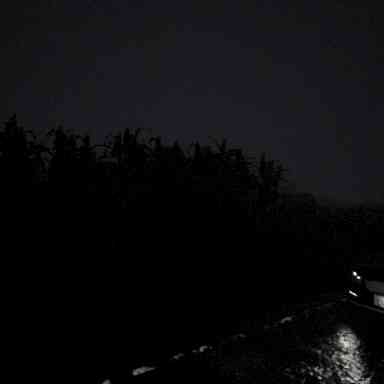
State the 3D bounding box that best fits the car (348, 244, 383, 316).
[{"bbox_3d":[5.076,1.496,6.720,4.902,1.511,2.128,0,0,-36],"label":"car"}]
